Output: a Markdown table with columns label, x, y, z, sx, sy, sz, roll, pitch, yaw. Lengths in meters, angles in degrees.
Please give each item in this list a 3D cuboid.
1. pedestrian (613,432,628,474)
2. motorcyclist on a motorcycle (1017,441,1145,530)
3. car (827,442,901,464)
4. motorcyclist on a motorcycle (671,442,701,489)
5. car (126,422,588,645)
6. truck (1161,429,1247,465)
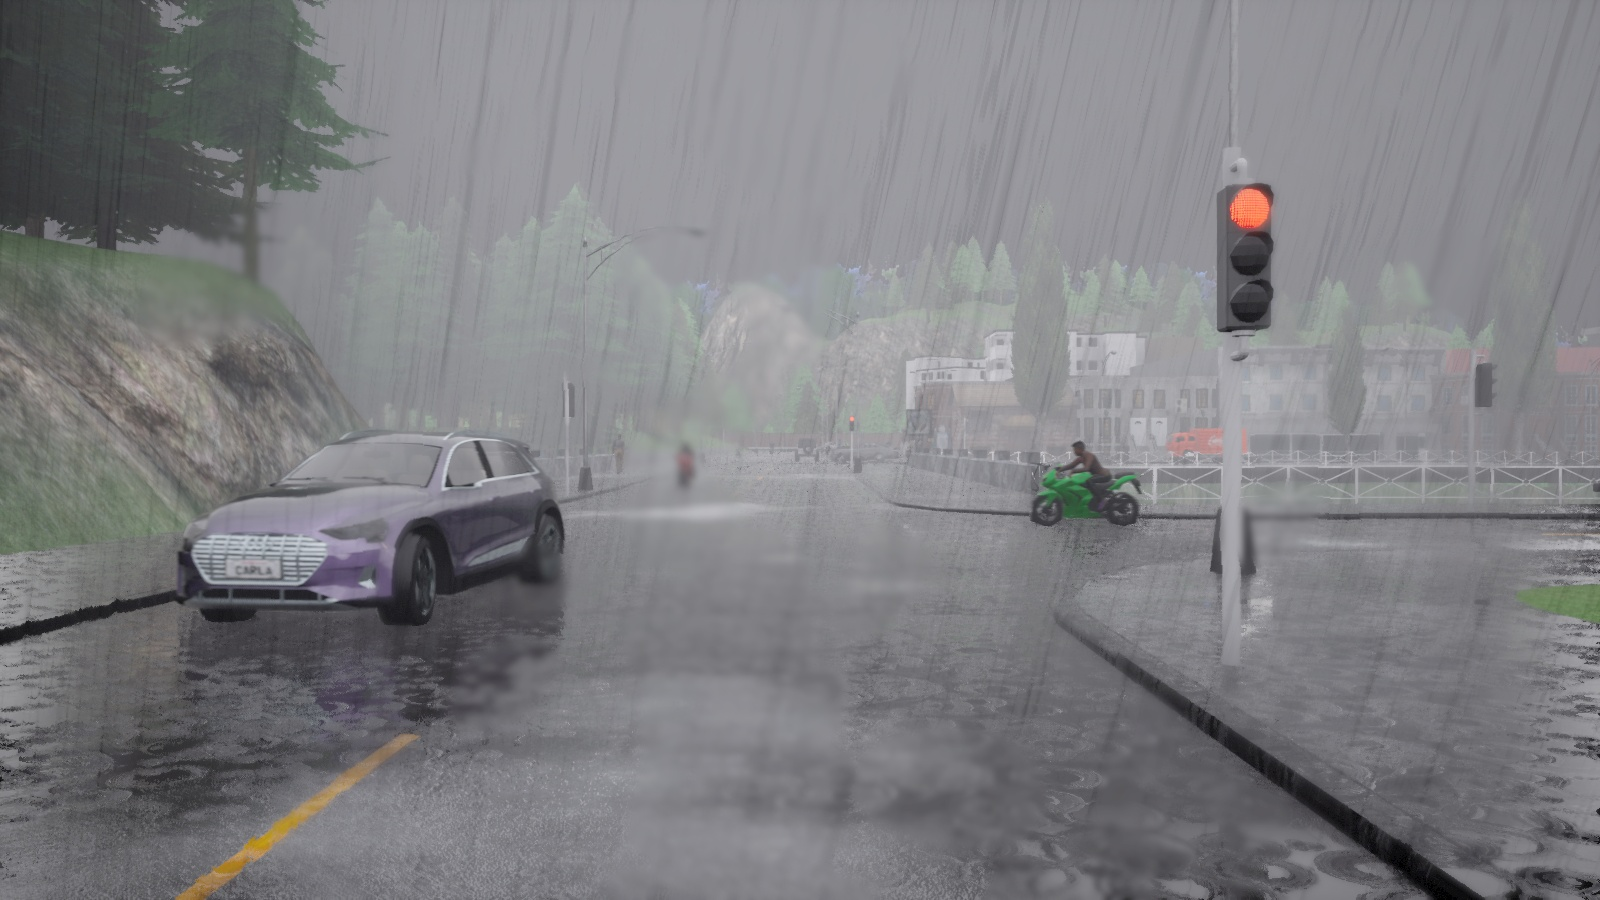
| label | x | y | z | sx | sy | sz | roll | pitch | yaw |
| --- | --- | --- | --- | --- | --- | --- | --- | --- | --- |
| pedestrian | -8.094 | 0.130 | 56.656 | 0.540 | 1.848 | 0.694 | 0 | 0 | 3 |
| motorcyclist on a motorcycle | 4.940 | 0.608 | 22.119 | 2.044 | 1.523 | 0.797 | 0 | 2 | -8 |
| car | 4.531 | 0.203 | 88.890 | 4.902 | 1.511 | 2.128 | 0 | 0 | 16 |
| motorcyclist on a motorcycle | -3.751 | 0.491 | 41.501 | 0.797 | 1.523 | 2.044 | 0 | 0 | 0 |
| car | -3.767 | 0.607 | 11.839 | 2.033 | 1.649 | 4.856 | 0 | 0 | 9 |
| truck | 28.261 | -0.214 | 87.940 | 5.204 | 2.467 | 2.627 | 0 | 0 | 0 |
